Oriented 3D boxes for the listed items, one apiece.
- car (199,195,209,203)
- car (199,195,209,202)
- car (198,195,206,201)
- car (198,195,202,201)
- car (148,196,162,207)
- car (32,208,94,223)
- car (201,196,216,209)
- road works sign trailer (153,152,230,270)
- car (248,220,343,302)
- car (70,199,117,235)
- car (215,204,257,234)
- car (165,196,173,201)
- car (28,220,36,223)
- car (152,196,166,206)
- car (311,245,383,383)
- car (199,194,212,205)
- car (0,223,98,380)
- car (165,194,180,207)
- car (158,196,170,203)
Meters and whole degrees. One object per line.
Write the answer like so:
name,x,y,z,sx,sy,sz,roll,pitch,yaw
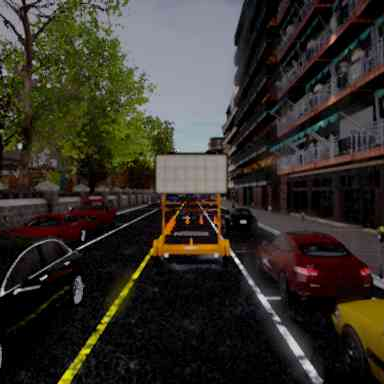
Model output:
car,2.549,1.544,69.938,1.967,1.590,4.097,0,0,0
car,2.583,1.615,53.047,1.887,1.381,4.507,0,0,0
car,2.515,1.583,86.828,1.967,1.590,4.097,0,0,0
car,2.572,1.521,58.677,1.967,1.590,4.097,0,0,0
car,-5.797,1.510,53.030,1.967,1.590,4.097,0,0,0
car,-5.717,1.557,13.617,1.887,1.381,4.507,0,0,0
car,2.595,1.604,47.417,1.887,1.381,4.507,0,0,0
road works sign trailer,-0.021,0.474,11.022,2.380,3.560,2.880,0,0,0
car,2.675,1.589,8.005,1.802,1.307,4.206,0,0,0
car,-5.728,1.334,19.250,2.192,1.841,5.009,0,0,0
car,2.652,1.584,19.267,1.947,1.339,4.313,0,0,0
car,-5.865,1.668,86.641,1.752,1.417,4.829,0,0,0
car,-5.706,1.589,7.987,1.802,1.307,4.206,0,0,0
car,-5.809,1.522,58.659,1.967,1.590,4.097,0,0,0
car,2.686,1.527,2.544,1.752,1.417,4.829,0,0,0
car,2.560,1.408,64.307,2.192,1.841,5.009,0,0,0
car,-3.108,1.509,5.080,1.837,1.490,4.892,0,0,0
car,-3.108,1.278,53.549,2.150,2.045,5.566,0,0,0
car,-5.831,1.655,69.920,2.008,1.369,4.403,0,0,0
